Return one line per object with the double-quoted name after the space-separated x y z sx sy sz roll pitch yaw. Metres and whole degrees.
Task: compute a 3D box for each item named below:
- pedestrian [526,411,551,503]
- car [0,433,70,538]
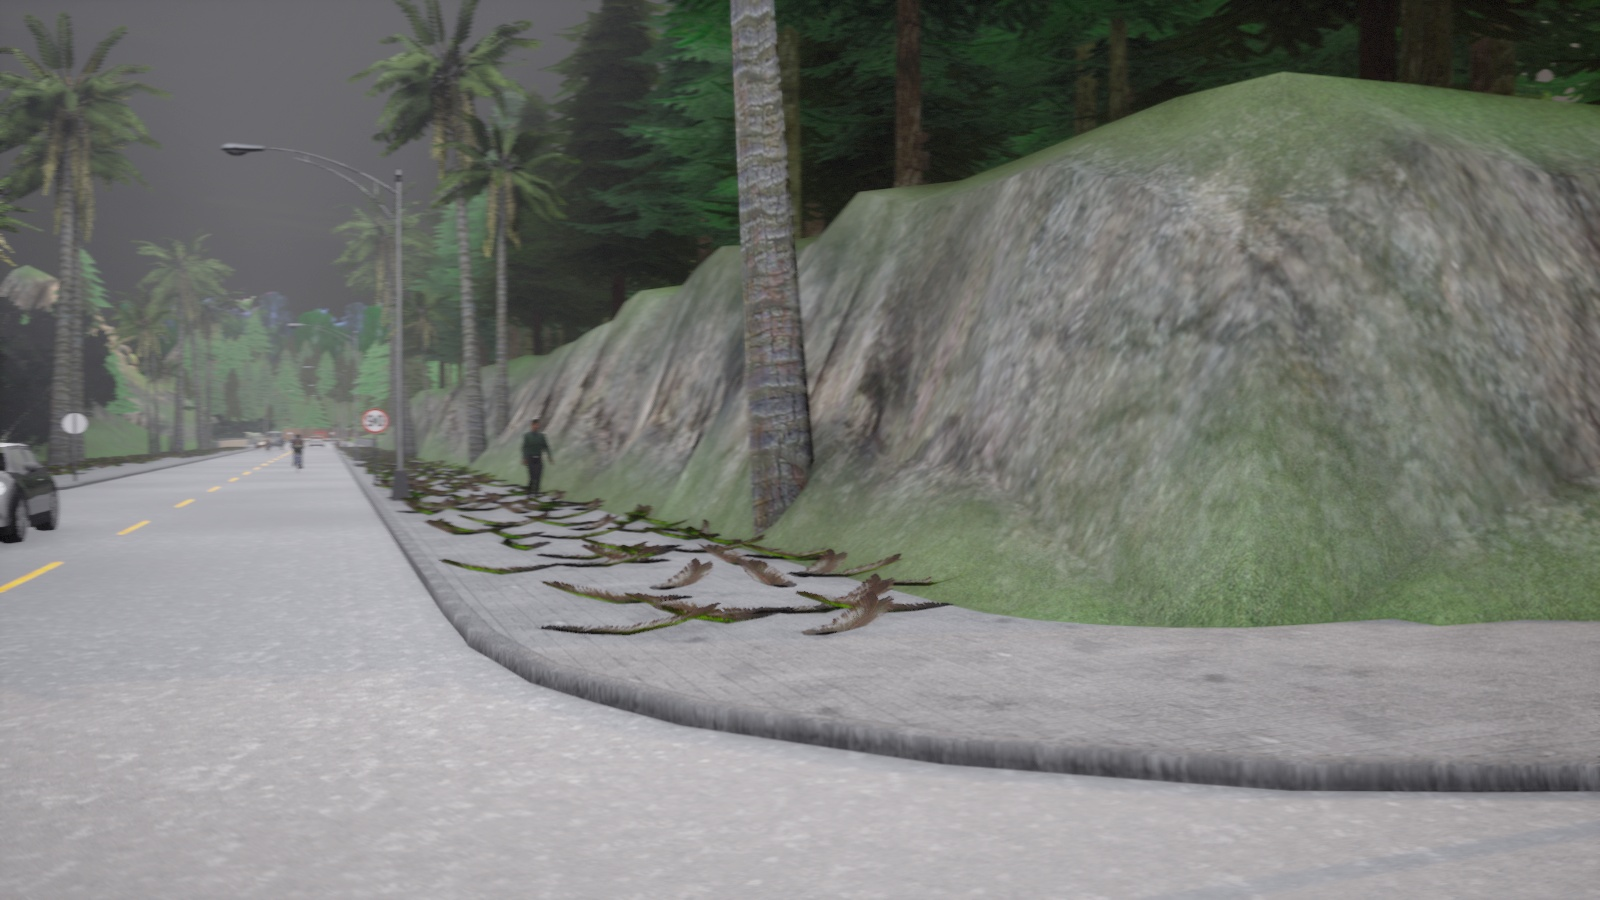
-5.649 0.152 27.097 0.423 1.949 0.788 0 1 -20 "pedestrian"
-12.667 0.485 19.220 1.970 1.475 3.806 0 1 -20 "car"
